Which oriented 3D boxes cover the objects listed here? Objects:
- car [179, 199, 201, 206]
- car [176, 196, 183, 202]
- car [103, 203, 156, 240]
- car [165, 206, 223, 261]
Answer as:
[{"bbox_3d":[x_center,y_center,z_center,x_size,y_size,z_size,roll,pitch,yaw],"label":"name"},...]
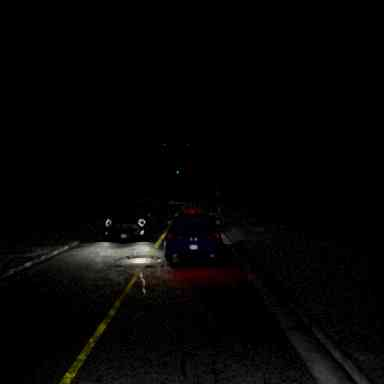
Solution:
[{"bbox_3d":[0.019,1.620,29.464,1.882,1.535,5.008,0,-1,0],"label":"car"},{"bbox_3d":[-3.213,1.922,87.486,1.837,1.490,4.892,0,0,0],"label":"car"},{"bbox_3d":[-3.136,1.436,17.491,2.097,1.767,4.553,0,0,0],"label":"car"},{"bbox_3d":[0.059,1.539,12.664,1.882,1.535,5.008,0,0,0],"label":"car"}]
